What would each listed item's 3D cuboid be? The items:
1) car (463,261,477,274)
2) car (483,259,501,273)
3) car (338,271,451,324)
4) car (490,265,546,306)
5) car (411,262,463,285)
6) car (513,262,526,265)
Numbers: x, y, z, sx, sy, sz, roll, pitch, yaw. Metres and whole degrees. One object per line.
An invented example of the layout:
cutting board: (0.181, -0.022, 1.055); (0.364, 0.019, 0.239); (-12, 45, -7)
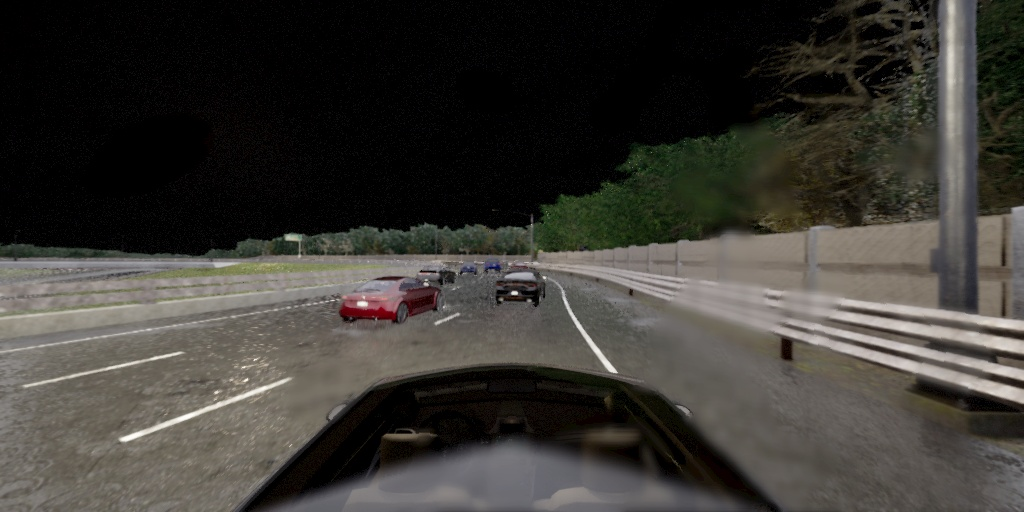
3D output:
car: (-5.664, 1.449, 46.730); (2.097, 1.767, 4.553); (0, 0, -7)
car: (-3.010, 1.392, 52.955); (2.150, 2.045, 5.566); (1, -1, -10)
car: (-3.917, 1.377, 12.333); (1.994, 1.385, 4.181); (0, 0, 12)
car: (0.510, 1.362, 16.826); (1.882, 1.535, 5.008); (1, 0, 9)
car: (-5.412, 1.413, 26.079); (2.128, 1.511, 4.902); (1, 0, 5)
car: (0.909, 1.654, 50.288); (1.882, 1.535, 5.008); (1, -1, -8)
